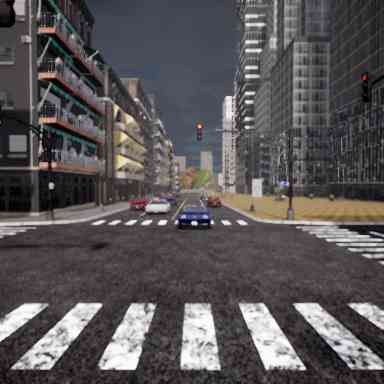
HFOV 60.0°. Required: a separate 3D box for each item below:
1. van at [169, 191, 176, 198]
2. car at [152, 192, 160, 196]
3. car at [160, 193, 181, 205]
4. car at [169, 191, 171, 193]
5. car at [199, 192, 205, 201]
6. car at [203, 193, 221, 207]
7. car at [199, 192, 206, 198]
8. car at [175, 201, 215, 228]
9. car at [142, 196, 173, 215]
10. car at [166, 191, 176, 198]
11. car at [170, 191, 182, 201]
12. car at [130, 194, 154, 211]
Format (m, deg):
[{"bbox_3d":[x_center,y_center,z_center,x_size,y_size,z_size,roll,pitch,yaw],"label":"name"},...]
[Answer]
[{"bbox_3d":[-5.520,0.602,92.726,1.690,1.788,3.998,-1,0,0],"label":"van"},{"bbox_3d":[-5.619,1.097,41.888,1.967,1.590,4.097,-1,0,0],"label":"car"},{"bbox_3d":[-3.000,1.194,45.302,1.994,1.385,4.181,0,0,0],"label":"car"},{"bbox_3d":[-5.562,1.017,70.134,1.802,1.307,4.206,-1,0,0],"label":"car"},{"bbox_3d":[2.774,1.030,64.525,2.008,1.369,4.403,-1,0,0],"label":"car"},{"bbox_3d":[2.729,1.201,41.930,1.887,1.381,4.507,-1,0,0],"label":"car"},{"bbox_3d":[2.830,0.785,92.940,1.752,1.417,4.829,-1,0,0],"label":"car"},{"bbox_3d":[0.147,1.416,20.475,1.895,1.301,4.718,0,0,0],"label":"car"},{"bbox_3d":[-3.039,1.351,30.319,1.895,1.301,4.718,0,1,0],"label":"car"},{"bbox_3d":[-5.532,0.619,87.078,2.192,1.841,5.009,-1,0,0],"label":"car"},{"bbox_3d":[-2.871,1.025,64.710,1.837,1.490,4.892,0,0,0],"label":"car"},{"bbox_3d":[-5.629,1.247,36.241,1.887,1.381,4.507,-1,0,0],"label":"car"}]
